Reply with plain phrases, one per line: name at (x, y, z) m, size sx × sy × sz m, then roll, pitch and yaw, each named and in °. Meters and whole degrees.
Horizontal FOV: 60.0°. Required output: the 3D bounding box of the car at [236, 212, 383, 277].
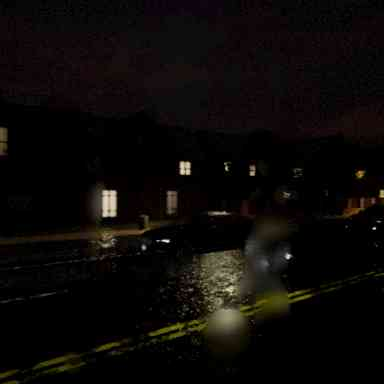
car at (4.139, 1.560, 10.537) m, size 5.357 × 1.411 × 2.033 m, roll 0°, pitch 0°, yaw -35°

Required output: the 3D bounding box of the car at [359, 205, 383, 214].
car at (11.220, 1.507, 19.598) m, size 5.008 × 1.535 × 1.882 m, roll 0°, pitch 0°, yaw -35°

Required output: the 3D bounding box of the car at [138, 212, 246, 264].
car at (0.487, 1.500, 11.949) m, size 4.902 × 1.511 × 2.128 m, roll 0°, pitch 0°, yaw -35°
